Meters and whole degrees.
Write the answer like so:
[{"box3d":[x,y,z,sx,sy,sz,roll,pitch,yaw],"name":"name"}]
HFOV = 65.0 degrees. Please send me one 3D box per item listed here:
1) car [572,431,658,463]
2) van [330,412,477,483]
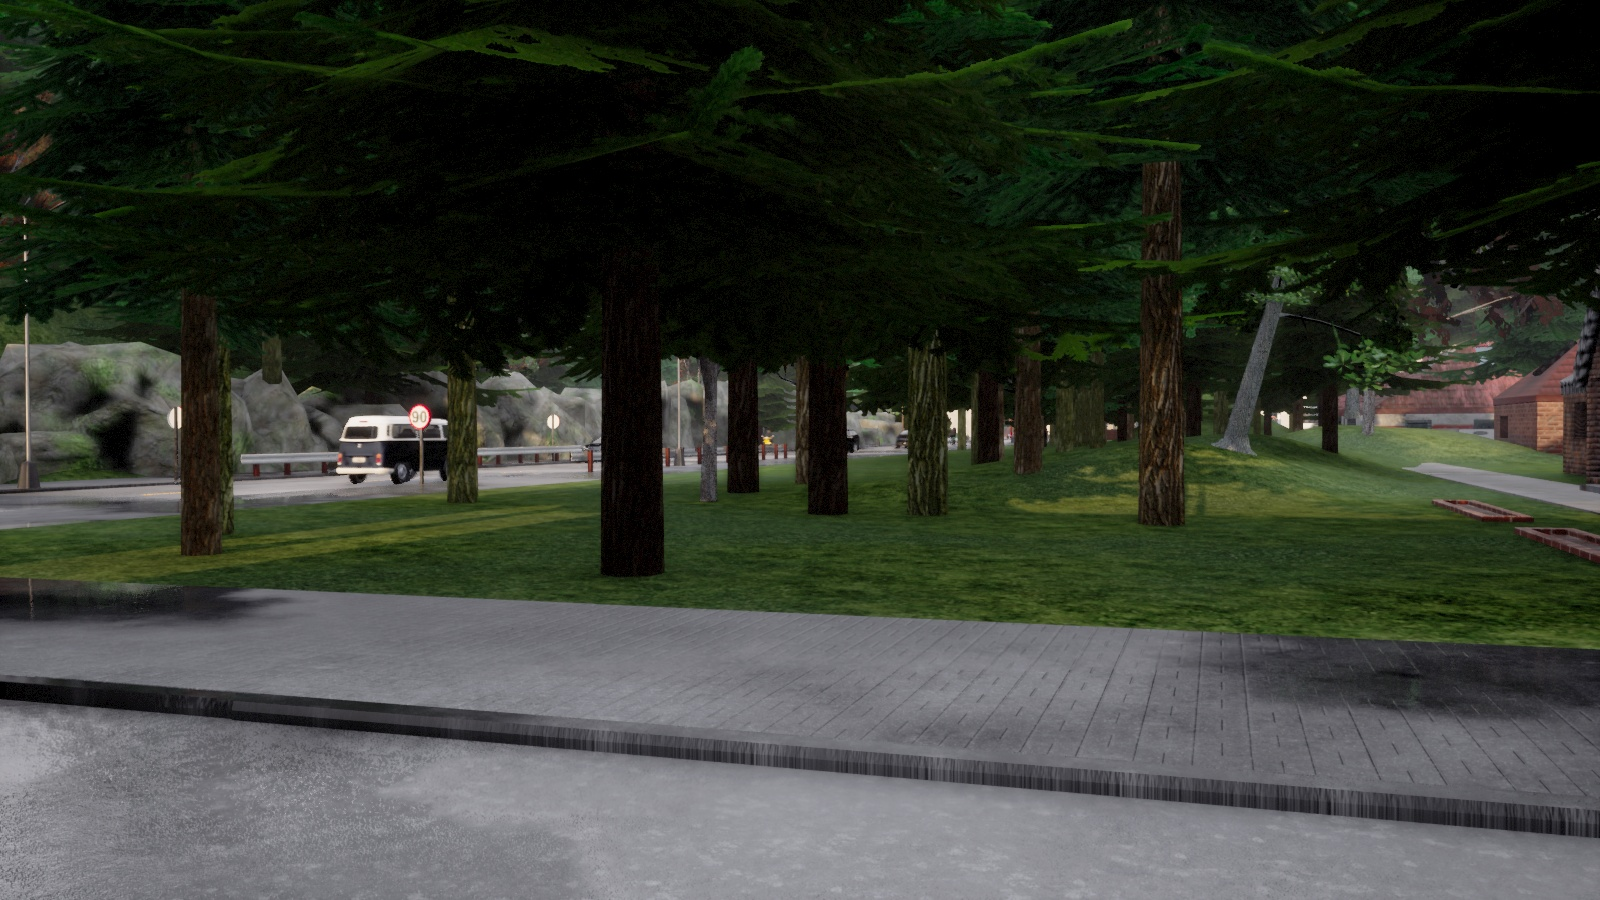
[{"box3d":[-8.905,-0.181,60.845,2.163,1.488,4.792,1,1,18],"name":"car"},{"box3d":[-12.059,-0.111,38.512,2.069,2.038,4.480,1,1,18],"name":"van"}]
